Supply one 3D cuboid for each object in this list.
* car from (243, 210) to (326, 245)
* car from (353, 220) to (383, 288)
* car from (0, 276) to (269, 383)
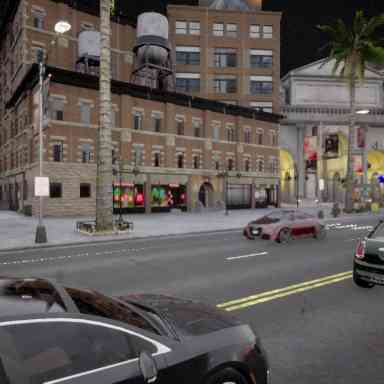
[{"bbox_3d":[4.394,1.564,15.677,4.181,1.385,1.994,0,0,-35],"label":"car"},{"bbox_3d":[5.916,1.352,7.994,4.553,1.767,2.097,0,0,-35],"label":"car"},{"bbox_3d":[-1.459,1.505,2.698,4.892,1.490,1.837,0,0,-36],"label":"car"}]
